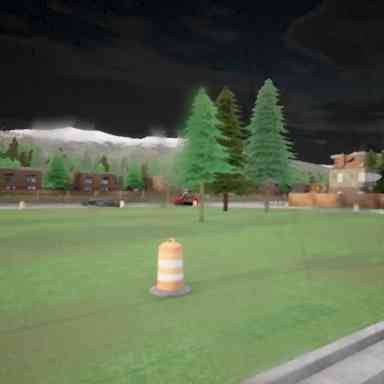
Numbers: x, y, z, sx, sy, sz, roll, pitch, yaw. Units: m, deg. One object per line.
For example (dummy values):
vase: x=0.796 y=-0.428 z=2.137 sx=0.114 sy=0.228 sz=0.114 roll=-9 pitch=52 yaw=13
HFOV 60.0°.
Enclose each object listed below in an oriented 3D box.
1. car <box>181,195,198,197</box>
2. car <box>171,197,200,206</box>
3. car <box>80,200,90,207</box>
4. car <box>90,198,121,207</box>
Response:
car: x=-1.253 y=1.640 z=64.529 sx=5.566 sy=2.045 sz=2.150 roll=1 pitch=-1 yaw=-12
car: x=-1.269 y=1.991 z=60.795 sx=4.718 sy=1.301 sz=1.895 roll=1 pitch=0 yaw=-17
car: x=-15.955 y=1.696 z=55.297 sx=5.008 sy=1.535 sz=1.882 roll=1 pitch=-1 yaw=-36
car: x=-13.354 y=1.791 z=52.853 sx=4.181 sy=1.385 sz=1.994 roll=1 pitch=-1 yaw=-36
